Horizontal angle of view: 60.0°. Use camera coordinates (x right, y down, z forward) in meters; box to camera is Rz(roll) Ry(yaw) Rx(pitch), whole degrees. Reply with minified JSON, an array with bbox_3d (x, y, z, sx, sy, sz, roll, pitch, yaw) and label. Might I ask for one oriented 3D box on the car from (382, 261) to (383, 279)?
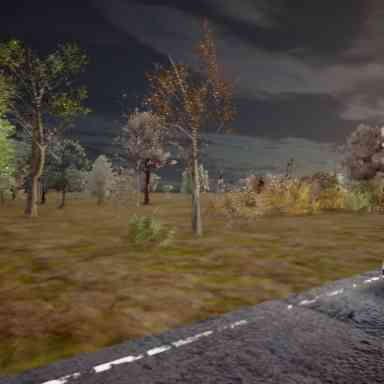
[{"bbox_3d":[6.605,1.562,8.431,4.674,1.442,1.812,0,0,-38],"label":"car"}]
